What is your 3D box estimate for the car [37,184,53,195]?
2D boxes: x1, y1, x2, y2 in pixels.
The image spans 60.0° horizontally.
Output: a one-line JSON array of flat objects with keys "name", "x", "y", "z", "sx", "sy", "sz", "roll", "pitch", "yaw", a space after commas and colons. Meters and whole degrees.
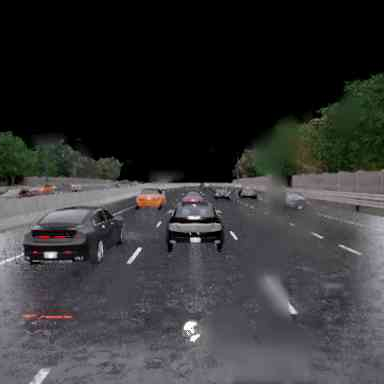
[{"name": "car", "x": -24.564, "y": -0.467, "z": 54.477, "sx": 2.097, "sy": 1.767, "sz": 4.553, "roll": 0, "pitch": 2, "yaw": 1}]

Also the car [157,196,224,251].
[{"name": "car", "x": 0.096, "y": 1.120, "z": 12.256, "sx": 2.128, "sy": 1.511, "sz": 4.902, "roll": 0, "pitch": 2, "yaw": 0}]

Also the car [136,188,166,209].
[{"name": "car", "x": -3.409, "y": 0.461, "z": 28.382, "sx": 2.097, "sy": 1.767, "sz": 4.553, "roll": 0, "pitch": 2, "yaw": 0}]

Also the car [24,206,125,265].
[{"name": "car", "x": -3.404, "y": 1.191, "z": 10.429, "sx": 1.837, "sy": 1.490, "sz": 4.892, "roll": 0, "pitch": 2, "yaw": 0}]

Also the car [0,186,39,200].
[{"name": "car", "x": -17.605, "y": 0.470, "z": 33.245, "sx": 1.812, "sy": 1.442, "sz": 4.674, "roll": 0, "pitch": 2, "yaw": 0}]

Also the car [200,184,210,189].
[{"name": "car", "x": 3.478, "y": -1.097, "z": 76.593, "sx": 1.812, "sy": 1.442, "sz": 4.674, "roll": 0, "pitch": 2, "yaw": 0}]

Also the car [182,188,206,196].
[{"name": "car", "x": 0.091, "y": 0.617, "z": 30.021, "sx": 1.994, "sy": 1.385, "sz": 4.181, "roll": 0, "pitch": 2, "yaw": 0}]

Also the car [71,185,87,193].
[{"name": "car", "x": -21.043, "y": -0.543, "z": 62.048, "sx": 1.994, "sy": 1.385, "sz": 4.181, "roll": 0, "pitch": 2, "yaw": 1}]

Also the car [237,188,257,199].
[{"name": "car", "x": 7.087, "y": 0.164, "z": 43.048, "sx": 1.994, "sy": 1.385, "sz": 4.181, "roll": 0, "pitch": 2, "yaw": 0}]

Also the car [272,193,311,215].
[{"name": "car", "x": 7.092, "y": 0.778, "z": 23.992, "sx": 1.812, "sy": 1.442, "sz": 4.674, "roll": 0, "pitch": 2, "yaw": 0}]

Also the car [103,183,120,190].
[{"name": "car", "x": -14.070, "y": -0.437, "z": 57.720, "sx": 1.837, "sy": 1.490, "sz": 4.892, "roll": 0, "pitch": 2, "yaw": 0}]

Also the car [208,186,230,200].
[{"name": "car", "x": 3.489, "y": 0.234, "z": 40.646, "sx": 2.033, "sy": 1.411, "sz": 5.357, "roll": 0, "pitch": 2, "yaw": 0}]

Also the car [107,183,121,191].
[{"name": "car", "x": -17.521, "y": -1.219, "z": 74.638, "sx": 2.097, "sy": 1.767, "sz": 4.553, "roll": 0, "pitch": 2, "yaw": 0}]
